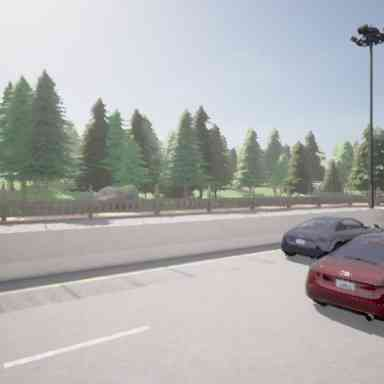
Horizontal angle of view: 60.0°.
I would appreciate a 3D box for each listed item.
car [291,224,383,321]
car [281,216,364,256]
[{"bbox_3d":[4.254,1.545,6.821,4.181,1.385,1.994,0,0,-35],"label":"car"},{"bbox_3d":[5.075,1.536,11.689,4.181,1.385,1.994,0,0,-35],"label":"car"}]
